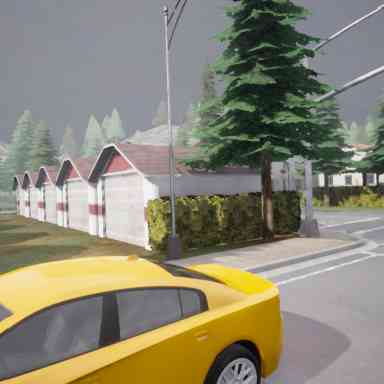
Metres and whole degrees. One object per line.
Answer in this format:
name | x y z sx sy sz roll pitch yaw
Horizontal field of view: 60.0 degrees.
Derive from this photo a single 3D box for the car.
car | -1.296 1.455 3.068 5.008 1.535 1.882 -2 1 -35
